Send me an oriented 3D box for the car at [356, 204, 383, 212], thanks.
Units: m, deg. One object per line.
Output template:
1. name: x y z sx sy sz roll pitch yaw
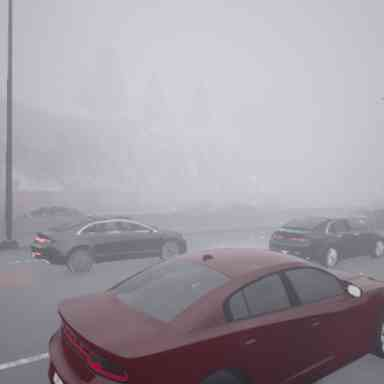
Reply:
1. car: 10.830 1.674 19.959 5.357 1.411 2.033 0 0 -36

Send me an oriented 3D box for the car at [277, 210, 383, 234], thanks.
1. car: 4.746 1.570 11.375 4.892 1.490 1.837 0 0 -35

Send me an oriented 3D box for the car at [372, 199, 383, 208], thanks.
1. car: 32.997 1.919 56.406 5.357 1.411 2.033 0 0 -34

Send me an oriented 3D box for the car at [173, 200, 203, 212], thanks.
1. car: 0.247 1.613 34.143 4.902 1.511 2.128 0 0 -35

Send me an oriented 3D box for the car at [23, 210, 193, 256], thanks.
1. car: -2.411 1.516 10.606 4.902 1.511 2.128 0 0 -35

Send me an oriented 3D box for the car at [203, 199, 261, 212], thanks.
1. car: 3.941 1.627 32.461 4.902 1.511 2.128 0 0 -35

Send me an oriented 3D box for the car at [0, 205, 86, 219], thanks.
1. car: -8.592 1.529 19.341 4.892 1.490 1.837 1 0 -35

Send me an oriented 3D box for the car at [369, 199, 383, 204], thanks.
1. car: 27.643 1.823 48.622 4.892 1.490 1.837 1 -1 -34

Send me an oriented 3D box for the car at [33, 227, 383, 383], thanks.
1. car: 0.856 1.497 4.343 5.008 1.535 1.882 0 0 -35

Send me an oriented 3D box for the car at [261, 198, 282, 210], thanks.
1. car: 10.092 1.564 45.258 4.553 1.767 2.097 0 0 -34
